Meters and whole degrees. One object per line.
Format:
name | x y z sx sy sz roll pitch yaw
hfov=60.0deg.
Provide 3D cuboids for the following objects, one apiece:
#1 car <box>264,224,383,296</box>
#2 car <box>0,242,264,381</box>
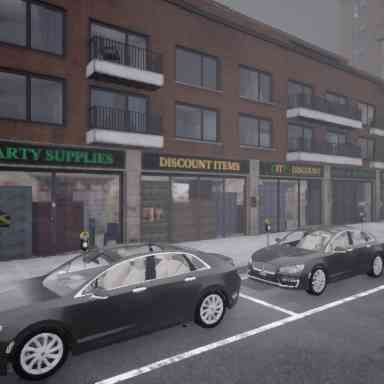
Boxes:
car | 3.335 1.551 8.565 4.403 1.369 2.008 0 0 -35
car | -1.158 1.551 5.362 4.403 1.369 2.008 0 0 -35
